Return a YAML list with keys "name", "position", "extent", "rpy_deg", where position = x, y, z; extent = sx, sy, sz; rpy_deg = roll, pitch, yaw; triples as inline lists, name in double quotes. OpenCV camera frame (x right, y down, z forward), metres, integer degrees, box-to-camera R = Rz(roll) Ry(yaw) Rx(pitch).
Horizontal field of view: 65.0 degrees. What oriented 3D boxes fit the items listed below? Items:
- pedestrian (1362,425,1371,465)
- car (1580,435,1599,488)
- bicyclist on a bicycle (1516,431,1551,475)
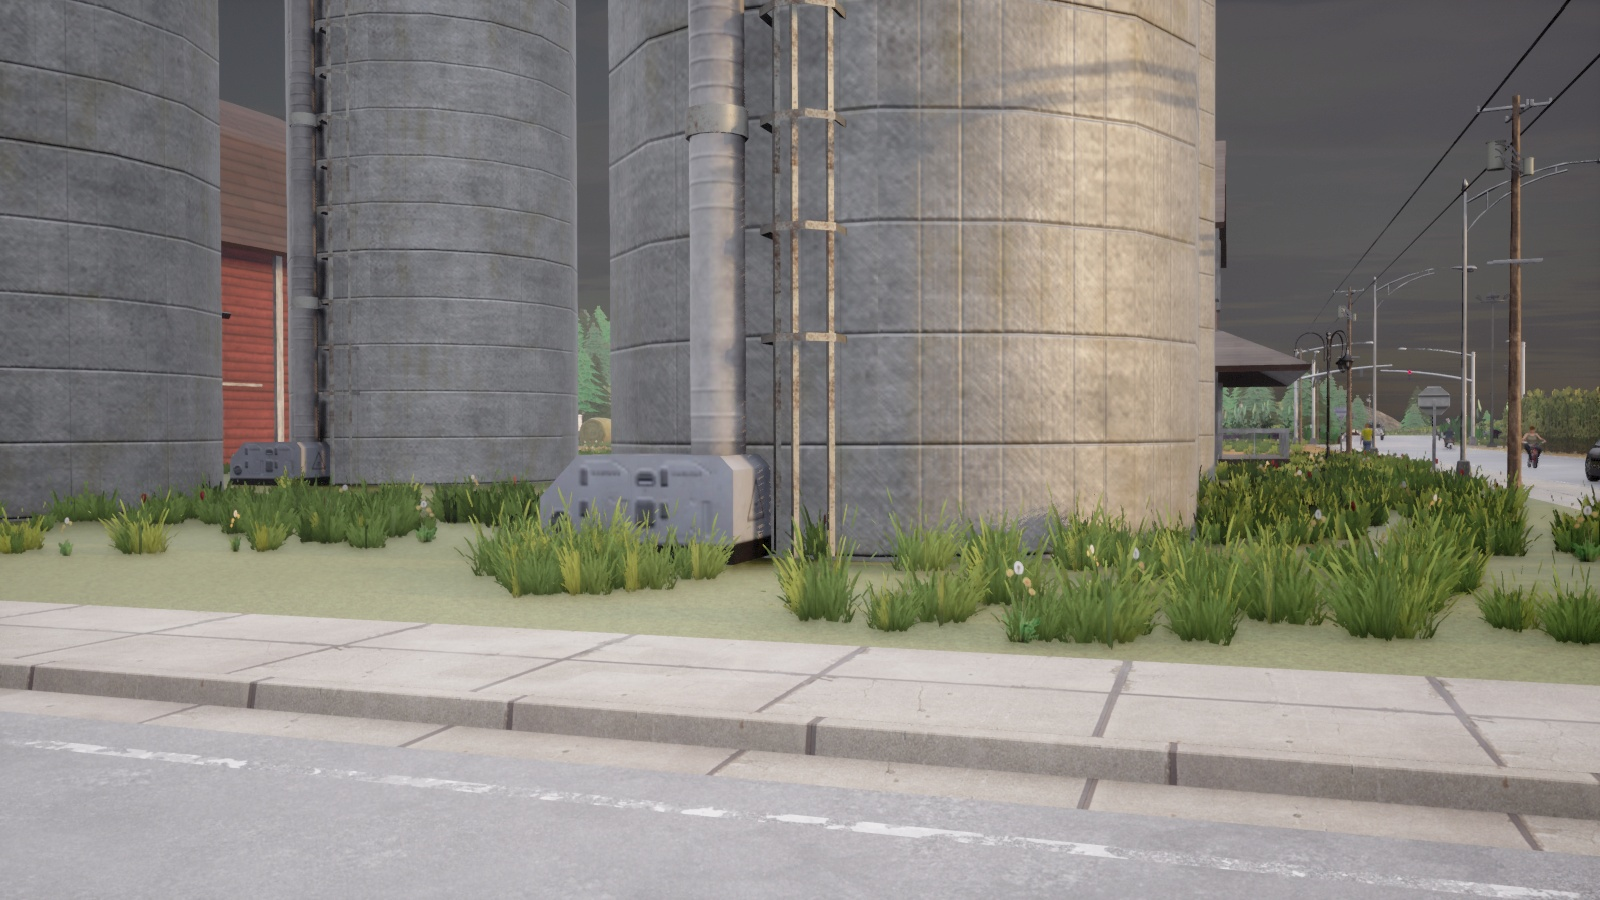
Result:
- name: "pedestrian"
  position: [26.204, -0.230, 58.127]
  extent: [0.354, 1.836, 0.706]
  rpy_deg: [1, 1, 24]
- name: "car"
  position: [23.213, 0.323, 34.756]
  extent: [1.970, 1.475, 3.806]
  rpy_deg: [1, 1, 19]
- name: "bicyclist on a bicycle"
  position: [27.658, 0.109, 47.360]
  extent: [0.866, 1.612, 1.509]
  rpy_deg: [1, 1, 19]
